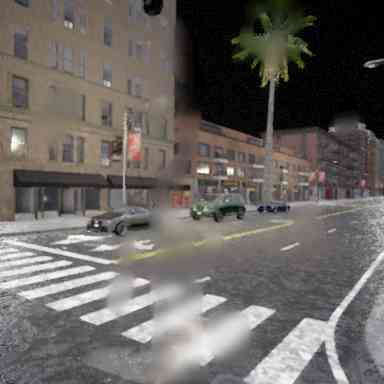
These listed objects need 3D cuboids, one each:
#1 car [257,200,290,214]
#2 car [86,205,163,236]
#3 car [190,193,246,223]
[{"bbox_3d":[8.339,1.528,33.931,1.895,1.301,4.718,1,1,36],"label":"car"},{"bbox_3d":[-3.400,1.403,17.414,1.994,1.385,4.181,1,1,36],"label":"car"},{"bbox_3d":[2.101,1.100,25.152,2.150,2.045,5.566,1,1,36],"label":"car"}]
